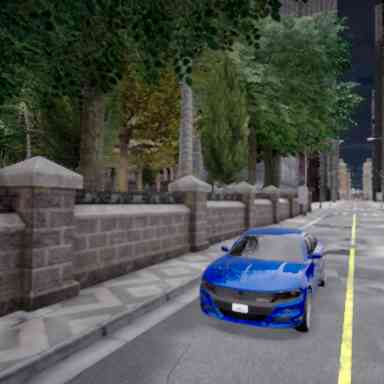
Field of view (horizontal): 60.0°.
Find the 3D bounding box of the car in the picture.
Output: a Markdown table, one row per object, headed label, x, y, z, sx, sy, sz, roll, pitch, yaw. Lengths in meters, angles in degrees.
| label | x | y | z | sx | sy | sz | roll | pitch | yaw |
| --- | --- | --- | --- | --- | --- | --- | --- | --- | --- |
| car | 1.849 | 1.566 | 7.419 | 1.882 | 1.535 | 5.008 | 0 | -1 | 26 |
